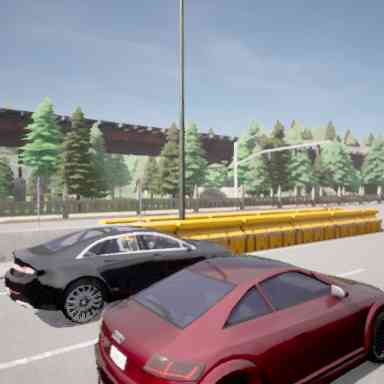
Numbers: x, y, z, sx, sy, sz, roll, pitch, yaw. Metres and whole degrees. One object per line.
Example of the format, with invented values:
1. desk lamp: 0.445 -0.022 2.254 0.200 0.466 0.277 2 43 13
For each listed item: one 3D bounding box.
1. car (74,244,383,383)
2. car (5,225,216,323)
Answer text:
1. car: 0.906 1.554 4.388 4.181 1.385 1.994 0 0 -36
2. car: -1.214 1.481 7.178 4.902 1.511 2.128 0 0 -35
